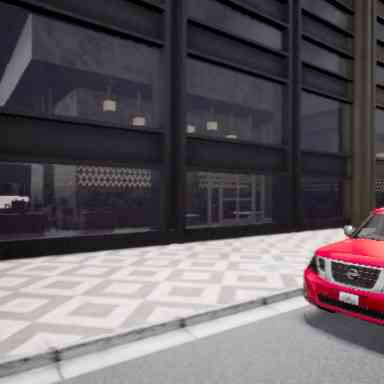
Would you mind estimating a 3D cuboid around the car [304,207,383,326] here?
[{"bbox_3d":[4.648,1.296,6.691,5.566,2.045,2.150,1,0,-35],"label":"car"}]
